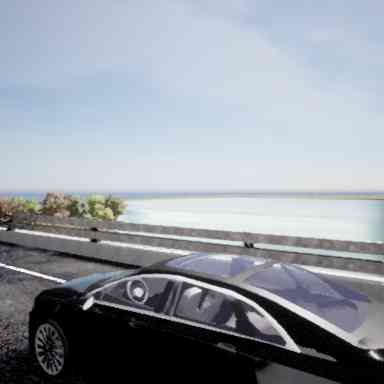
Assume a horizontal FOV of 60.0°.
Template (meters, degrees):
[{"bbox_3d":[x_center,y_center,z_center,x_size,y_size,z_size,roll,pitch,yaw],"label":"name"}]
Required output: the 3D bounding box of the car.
[{"bbox_3d":[0.008,1.492,3.866,4.902,1.511,2.128,0,0,36],"label":"car"}]
